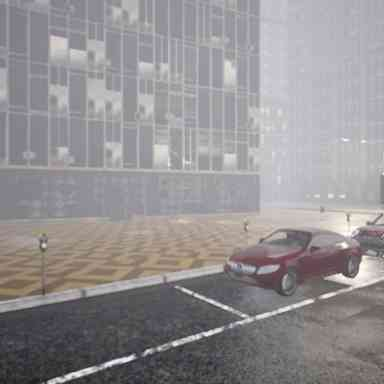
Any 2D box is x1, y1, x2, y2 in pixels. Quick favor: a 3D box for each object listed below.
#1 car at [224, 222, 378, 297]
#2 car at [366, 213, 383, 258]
[{"bbox_3d":[2.732,1.574,8.507,4.206,1.307,1.802,0,0,-35],"label":"car"},{"bbox_3d":[7.367,1.423,11.812,4.097,1.590,1.967,0,0,-35],"label":"car"}]
